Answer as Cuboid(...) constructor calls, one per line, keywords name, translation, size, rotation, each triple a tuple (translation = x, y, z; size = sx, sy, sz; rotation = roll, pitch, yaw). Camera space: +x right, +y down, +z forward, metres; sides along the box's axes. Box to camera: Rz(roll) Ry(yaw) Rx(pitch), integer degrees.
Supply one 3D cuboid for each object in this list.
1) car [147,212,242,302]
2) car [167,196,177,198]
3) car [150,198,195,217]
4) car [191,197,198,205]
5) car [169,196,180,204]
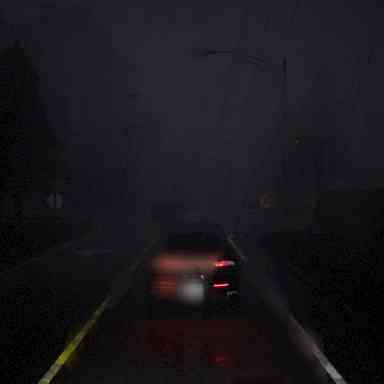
Cuboid(name="car", translation=(0.064, 1.492, 8.222), size=(2.128, 1.511, 4.902), rotation=(0, 0, 1))
Cuboid(name="car", translation=(-3.530, 1.526, 46.821), size=(1.812, 1.442, 4.674), rotation=(0, 0, 0))
Cuboid(name="car", translation=(-1.964, 1.559, 30.403), size=(1.994, 1.385, 4.181), rotation=(0, 0, 33))
Cuboid(name="car", translation=(0.177, 1.601, 58.474), size=(1.895, 1.301, 4.718), rotation=(0, 0, 0))
Cuboid(name="car", translation=(-3.452, 1.564, 66.081), size=(1.994, 1.385, 4.181), rotation=(0, 0, 1))
